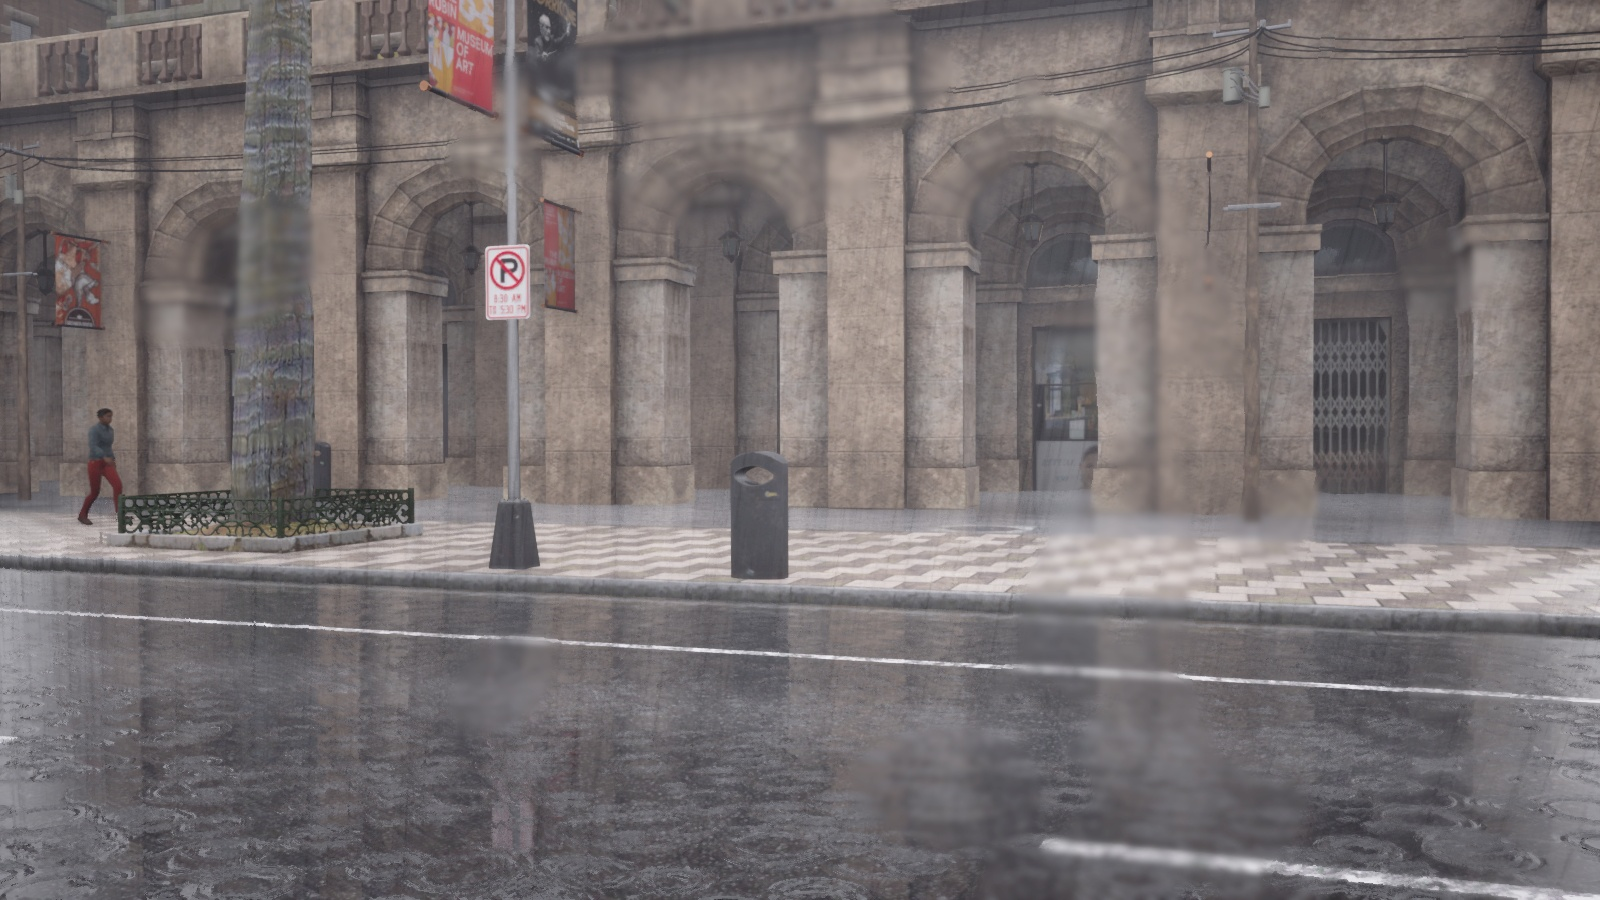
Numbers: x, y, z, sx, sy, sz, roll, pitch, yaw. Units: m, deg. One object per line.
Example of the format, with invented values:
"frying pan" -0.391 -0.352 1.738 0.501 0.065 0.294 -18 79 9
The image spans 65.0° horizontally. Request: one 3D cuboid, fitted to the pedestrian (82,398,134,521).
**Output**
"pedestrian" -10.568 0.136 19.182 0.614 1.847 0.353 0 1 15
